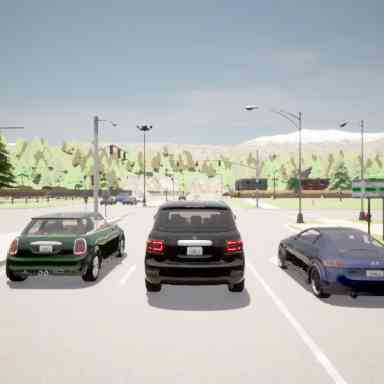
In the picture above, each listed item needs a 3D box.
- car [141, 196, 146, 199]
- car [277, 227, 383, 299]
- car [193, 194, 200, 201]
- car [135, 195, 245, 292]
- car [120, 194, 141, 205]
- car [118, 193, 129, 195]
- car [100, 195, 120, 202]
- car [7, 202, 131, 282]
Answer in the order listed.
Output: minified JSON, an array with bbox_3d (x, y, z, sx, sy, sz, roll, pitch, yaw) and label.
[{"bbox_3d":[-10.634,1.525,68.756,1.812,1.442,4.674,0,0,1],"label":"car"},{"bbox_3d":[3.578,1.564,8.505,1.994,1.385,4.181,0,0,0],"label":"car"},{"bbox_3d":[1.116,1.310,83.397,1.882,1.535,5.008,0,0,1],"label":"car"},{"bbox_3d":[0.075,1.221,9.051,2.150,2.045,5.566,0,0,1],"label":"car"},{"bbox_3d":[-10.864,1.547,58.292,2.033,1.411,5.357,0,0,1],"label":"car"},{"bbox_3d":[-14.148,1.220,67.957,2.150,2.045,5.566,0,0,1],"label":"car"},{"bbox_3d":[-14.392,1.563,57.206,1.994,1.385,4.181,0,0,1],"label":"car"},{"bbox_3d":[-3.417,1.352,9.946,2.097,1.767,4.553,0,0,0],"label":"car"}]
